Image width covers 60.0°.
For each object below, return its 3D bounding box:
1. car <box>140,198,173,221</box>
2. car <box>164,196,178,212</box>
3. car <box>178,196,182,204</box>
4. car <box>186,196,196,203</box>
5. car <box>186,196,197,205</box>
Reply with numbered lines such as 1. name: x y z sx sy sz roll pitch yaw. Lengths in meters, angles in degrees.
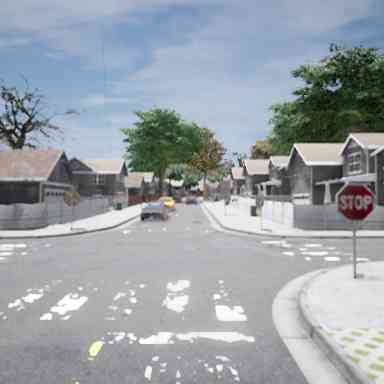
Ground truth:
1. car: -2.888 1.463 26.492 2.033 1.411 5.357 0 0 0
2. car: -2.908 1.361 37.299 1.882 1.535 5.008 0 1 0
3. car: -2.876 1.388 58.927 1.994 1.385 4.181 0 0 0
4. car: -0.116 1.408 65.950 1.895 1.301 4.718 0 0 0
5. car: -0.098 1.380 55.496 2.033 1.411 5.357 0 0 0
